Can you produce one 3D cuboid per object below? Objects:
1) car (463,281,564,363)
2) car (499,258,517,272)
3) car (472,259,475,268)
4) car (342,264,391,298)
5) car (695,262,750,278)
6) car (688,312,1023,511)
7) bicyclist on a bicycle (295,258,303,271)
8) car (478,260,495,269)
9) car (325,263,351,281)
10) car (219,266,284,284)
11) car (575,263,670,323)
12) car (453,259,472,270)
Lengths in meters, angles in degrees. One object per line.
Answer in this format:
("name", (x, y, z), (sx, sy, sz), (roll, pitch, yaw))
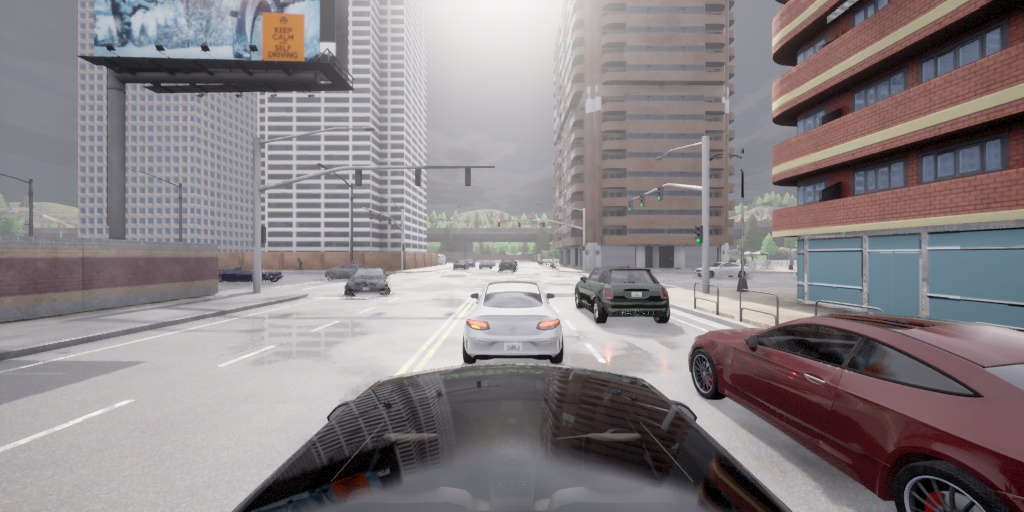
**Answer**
("car", (0.017, 1.276, 8.001), (1.812, 1.442, 4.674), (0, 0, 0))
("car", (-0.481, 1.102, 46.419), (2.097, 1.767, 4.553), (0, 0, 4))
("car", (-7.549, 1.228, 63.007), (1.882, 1.535, 5.008), (0, 0, 0))
("car", (-7.424, 1.276, 18.972), (1.812, 1.442, 4.674), (1, 0, -15))
("car", (19.387, 1.276, 33.079), (4.674, 1.442, 1.812), (0, 0, 0))
("car", (3.580, 1.276, 3.498), (1.812, 1.442, 4.674), (0, 0, 0))
("bicyclist on a bicycle", (-25.974, 1.051, 43.763), (0.582, 1.620, 1.656), (0, 0, 0))
("car", (-4.012, 1.276, 55.028), (1.812, 1.442, 4.674), (0, 0, -1))
("car", (-13.182, 1.314, 29.790), (4.181, 1.385, 1.994), (0, 0, -7))
("car", (-19.201, 1.351, 25.787), (4.718, 1.301, 1.895), (0, 0, 0))
("car", (3.499, 1.102, 12.217), (2.097, 1.767, 4.553), (0, 0, 0))
("car", (-7.498, 1.228, 52.986), (1.882, 1.535, 5.008), (0, 0, 0))
